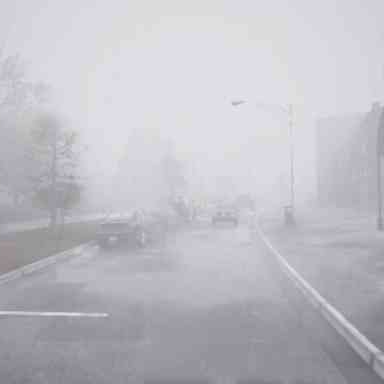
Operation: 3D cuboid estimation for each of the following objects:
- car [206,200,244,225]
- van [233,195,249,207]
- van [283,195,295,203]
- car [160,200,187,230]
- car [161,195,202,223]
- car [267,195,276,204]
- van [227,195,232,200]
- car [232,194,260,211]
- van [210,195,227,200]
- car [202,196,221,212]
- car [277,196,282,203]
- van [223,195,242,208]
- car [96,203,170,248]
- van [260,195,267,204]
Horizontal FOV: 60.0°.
[{"bbox_3d":[2.556,1.576,24.660,2.033,1.411,5.357,0,0,10],"label":"car"},{"bbox_3d":[8.614,1.529,58.273,1.878,1.987,4.442,-3,-1,21],"label":"van"},{"bbox_3d":[24.913,1.873,87.488,1.878,1.987,4.442,-2,-1,33],"label":"van"},{"bbox_3d":[-1.997,1.524,20.593,2.231,1.521,4.892,-3,0,8],"label":"car"},{"bbox_3d":[-1.089,1.284,26.146,2.435,2.045,5.566,-3,0,10],"label":"car"},{"bbox_3d":[16.012,1.691,73.226,2.435,2.045,5.566,-2,-1,27],"label":"car"},{"bbox_3d":[4.624,1.428,47.840,1.878,1.987,4.442,-3,-1,20],"label":"van"},{"bbox_3d":[6.911,1.316,42.373,2.150,2.045,5.566,-1,-1,17],"label":"car"},{"bbox_3d":[2.894,1.388,42.520,1.878,1.987,4.442,-3,0,14],"label":"van"},{"bbox_3d":[1.408,1.576,37.205,1.946,1.575,5.366,-3,0,16],"label":"car"},{"bbox_3d":[18.835,2.041,78.015,2.002,1.452,4.674,-2,-1,31],"label":"car"},{"bbox_3d":[6.536,1.476,53.095,1.878,1.987,4.442,-3,-1,20],"label":"van"},{"bbox_3d":[-2.717,1.511,15.048,2.231,1.521,4.892,-3,0,7],"label":"car"},{"bbox_3d":[13.394,1.653,68.386,1.878,1.987,4.442,-2,-1,26],"label":"van"}]
